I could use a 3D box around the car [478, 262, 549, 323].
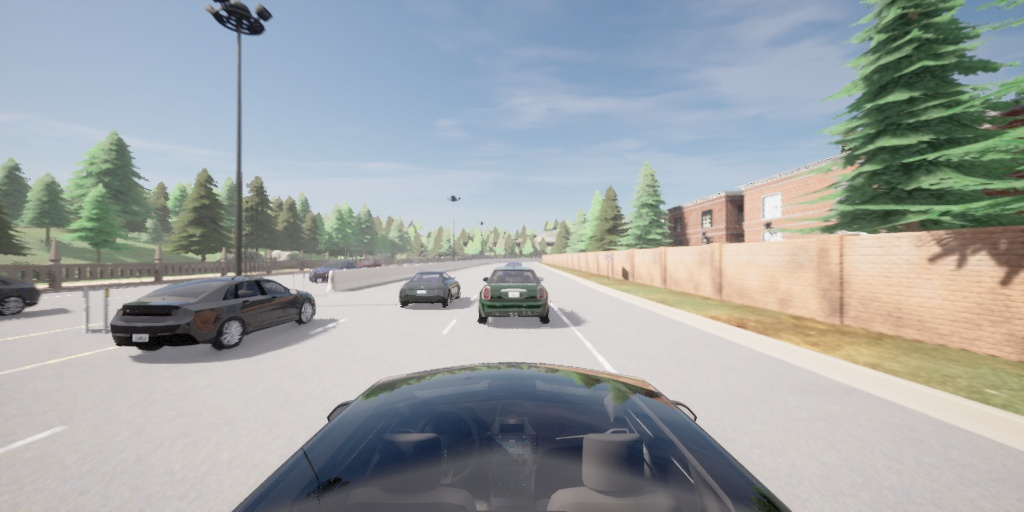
[{"bbox_3d":[0.037,1.131,12.317,2.097,1.767,4.553,0,0,0],"label":"car"}]

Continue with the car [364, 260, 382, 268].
[{"bbox_3d":[-20.447,1.366,51.909,1.882,1.535,5.008,0,0,2],"label":"car"}]

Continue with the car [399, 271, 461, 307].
[{"bbox_3d":[-3.476,1.353,15.774,1.994,1.385,4.181,0,0,0],"label":"car"}]

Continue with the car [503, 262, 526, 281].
[{"bbox_3d":[0.246,1.313,32.500,1.882,1.535,5.008,0,0,1],"label":"car"}]

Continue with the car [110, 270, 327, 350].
[{"bbox_3d":[-6.938,1.276,9.103,1.837,1.490,4.892,0,0,0],"label":"car"}]

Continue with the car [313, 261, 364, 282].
[{"bbox_3d":[-14.038,1.176,28.480,2.097,1.767,4.553,0,0,1],"label":"car"}]

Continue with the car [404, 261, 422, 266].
[{"bbox_3d":[-16.708,1.522,60.789,1.895,1.301,4.718,0,0,1],"label":"car"}]

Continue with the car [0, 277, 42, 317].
[{"bbox_3d":[-17.634,1.281,10.620,1.837,1.490,4.892,0,-1,0],"label":"car"}]
